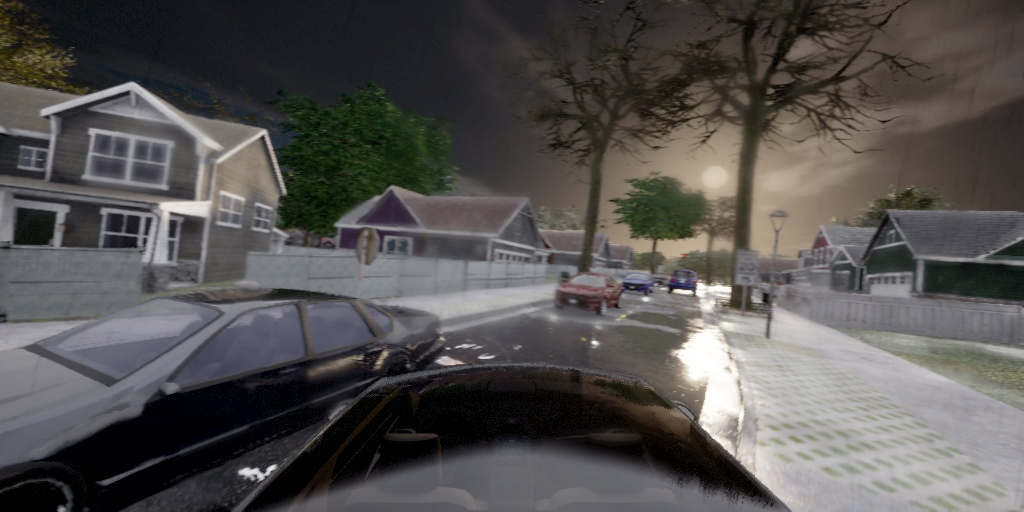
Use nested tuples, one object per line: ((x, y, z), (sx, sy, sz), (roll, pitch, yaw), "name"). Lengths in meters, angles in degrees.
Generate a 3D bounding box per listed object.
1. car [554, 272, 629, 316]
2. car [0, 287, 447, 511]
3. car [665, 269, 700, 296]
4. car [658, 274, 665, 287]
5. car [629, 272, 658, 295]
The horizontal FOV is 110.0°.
((3.369, 1.456, 15.142), (1.882, 1.535, 5.008), (5, 0, 27), "car")
((-2.760, 1.071, 3.673), (2.033, 1.411, 5.357), (4, 0, 23), "car")
((14.779, 2.244, 30.866), (2.150, 2.045, 5.566), (5, 0, 27), "car")
((17.030, 2.797, 41.555), (2.033, 1.411, 5.357), (5, 0, 27), "car")
((9.498, 2.005, 27.041), (1.882, 1.535, 5.008), (5, 0, 27), "car")
